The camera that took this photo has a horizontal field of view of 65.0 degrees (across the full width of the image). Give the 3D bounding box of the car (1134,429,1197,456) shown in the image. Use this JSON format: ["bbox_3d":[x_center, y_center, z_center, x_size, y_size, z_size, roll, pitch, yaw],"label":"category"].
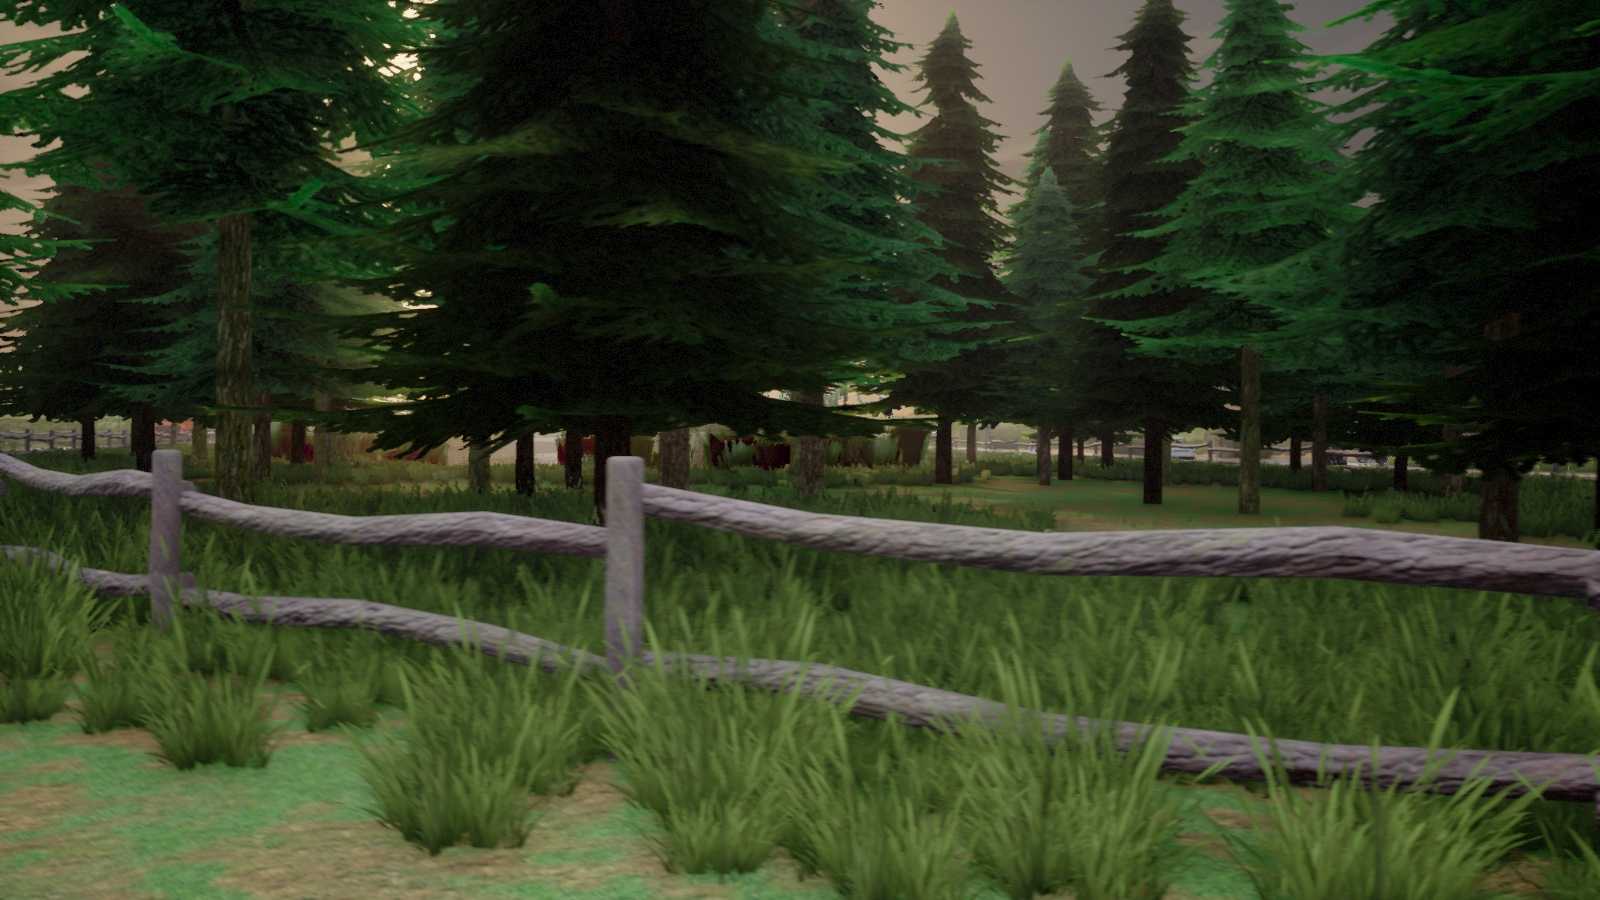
[{"bbox_3d":[21.044,-0.452,72.455,1.970,1.475,3.806,0,1,-10],"label":"car"}]

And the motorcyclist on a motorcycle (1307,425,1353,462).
[{"bbox_3d":[23.900,-0.300,56.666,0.766,1.649,2.350,-1,1,-10],"label":"motorcyclist on a motorcycle"}]

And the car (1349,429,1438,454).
[{"bbox_3d":[35.350,-0.526,74.786,4.674,1.442,1.812,-1,1,-13],"label":"car"}]
